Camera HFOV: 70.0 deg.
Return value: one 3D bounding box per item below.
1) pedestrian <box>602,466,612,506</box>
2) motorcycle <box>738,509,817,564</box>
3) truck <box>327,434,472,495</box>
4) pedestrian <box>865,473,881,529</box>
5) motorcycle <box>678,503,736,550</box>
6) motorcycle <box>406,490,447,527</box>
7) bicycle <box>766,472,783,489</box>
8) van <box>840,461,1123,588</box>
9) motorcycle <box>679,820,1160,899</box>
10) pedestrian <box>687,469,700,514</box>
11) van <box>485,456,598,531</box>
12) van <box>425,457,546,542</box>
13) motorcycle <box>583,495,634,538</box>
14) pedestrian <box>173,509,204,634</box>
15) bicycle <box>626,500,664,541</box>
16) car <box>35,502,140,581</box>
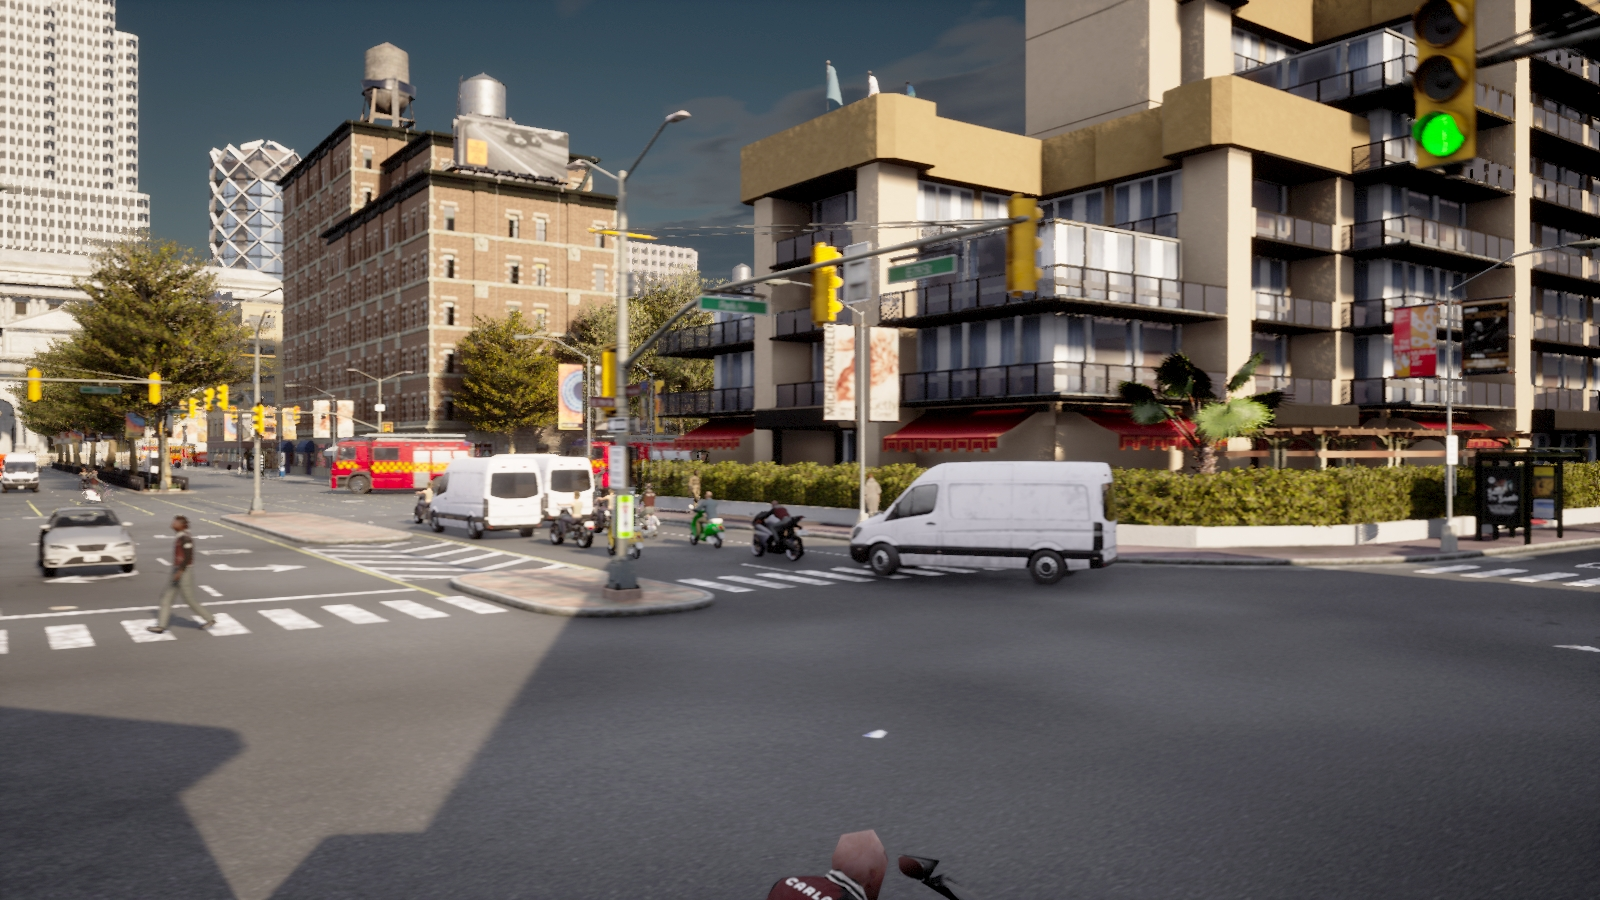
[{"bbox_3d":[-9.143,1.696,54.066,0.375,1.860,0.375,0,0,-31],"label":"pedestrian"},{"bbox_3d":[-0.603,2.205,29.554,0.867,1.251,2.209,0,0,-38],"label":"motorcycle"},{"bbox_3d":[-25.505,0.890,73.194,8.468,3.827,2.891,0,0,-11],"label":"truck"},{"bbox_3d":[2.438,1.696,38.216,0.375,1.860,0.375,0,0,-29],"label":"pedestrian"},{"bbox_3d":[-2.698,2.182,32.976,0.856,1.236,1.805,0,0,-36],"label":"motorcycle"},{"bbox_3d":[-13.927,2.170,42.570,0.764,1.277,2.356,0,0,-36],"label":"motorcycle"},{"bbox_3d":[-1.833,2.210,83.538,0.329,1.171,1.835,0,0,30],"label":"bicycle"},{"bbox_3d":[3.997,1.535,25.486,5.915,2.561,1.988,0,0,25],"label":"van"},{"bbox_3d":[0.161,2.205,3.891,2.209,1.251,0.867,0,0,-35],"label":"motorcycle"},{"bbox_3d":[-4.390,1.699,47.086,0.375,1.860,0.375,0,0,-43],"label":"pedestrian"},{"bbox_3d":[-9.776,1.534,42.841,1.988,2.561,5.915,0,0,-36],"label":"van"},{"bbox_3d":[-10.505,1.534,37.812,1.988,2.561,5.915,0,0,-35],"label":"van"},{"bbox_3d":[-6.345,2.170,37.718,0.764,1.277,2.356,0,0,-34],"label":"motorcycle"},{"bbox_3d":[-9.392,1.848,17.545,0.375,1.860,0.375,0,0,-36],"label":"pedestrian"},{"bbox_3d":[-4.909,2.210,36.102,0.329,1.171,1.835,0,0,-36],"label":"bicycle"},{"bbox_3d":[-16.729,2.065,26.738,1.816,1.474,4.193,0,0,-36],"label":"car"}]
